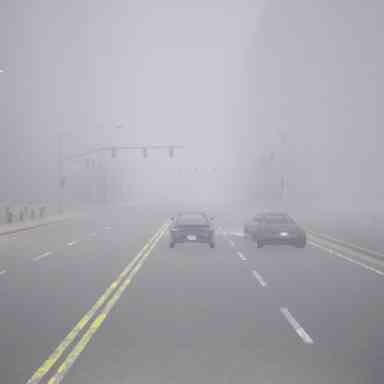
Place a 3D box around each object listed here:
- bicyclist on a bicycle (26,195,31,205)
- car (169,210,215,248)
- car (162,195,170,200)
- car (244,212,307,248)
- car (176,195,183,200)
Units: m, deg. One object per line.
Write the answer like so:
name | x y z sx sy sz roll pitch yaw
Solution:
bicyclist on a bicycle | -25.411 1.243 51.768 0.582 1.620 1.656 0 0 0
car | 0.000 1.532 14.650 1.812 1.442 4.674 0 0 0
car | -7.000 1.546 91.255 1.994 1.385 4.181 0 0 0
car | 3.500 1.571 14.650 1.994 1.385 4.181 0 0 0
car | -3.500 1.588 91.225 1.895 1.301 4.718 0 0 0
